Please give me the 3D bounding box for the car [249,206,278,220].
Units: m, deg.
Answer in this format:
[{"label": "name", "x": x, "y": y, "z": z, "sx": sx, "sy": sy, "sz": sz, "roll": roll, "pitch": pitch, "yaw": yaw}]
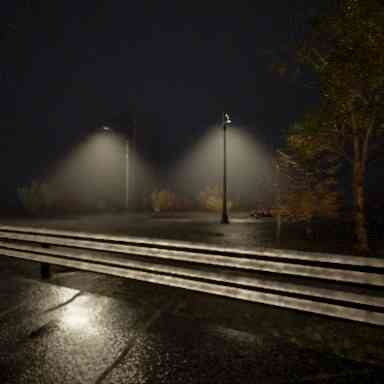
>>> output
[{"label": "car", "x": 8.114, "y": 2.135, "z": 34.775, "sx": 4.181, "sy": 1.385, "sz": 1.994, "roll": 0, "pitch": 0, "yaw": 9}]
